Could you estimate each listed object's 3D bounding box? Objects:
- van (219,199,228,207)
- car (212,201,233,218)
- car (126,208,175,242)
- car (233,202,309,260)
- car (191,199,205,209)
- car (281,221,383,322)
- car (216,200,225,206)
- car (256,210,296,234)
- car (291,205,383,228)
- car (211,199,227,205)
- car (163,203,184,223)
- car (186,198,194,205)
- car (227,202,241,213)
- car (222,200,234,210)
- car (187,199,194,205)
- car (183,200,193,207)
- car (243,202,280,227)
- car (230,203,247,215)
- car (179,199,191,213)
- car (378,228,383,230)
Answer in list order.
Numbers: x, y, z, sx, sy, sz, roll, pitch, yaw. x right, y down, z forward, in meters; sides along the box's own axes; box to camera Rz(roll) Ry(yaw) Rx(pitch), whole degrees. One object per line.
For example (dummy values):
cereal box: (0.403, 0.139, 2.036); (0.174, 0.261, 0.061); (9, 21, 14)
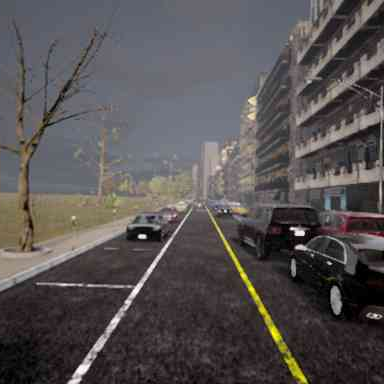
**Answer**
van: (7.079, 2.467, 74.471); (1.690, 1.788, 3.998); (2, -1, 1)
car: (3.608, 2.113, 37.470); (2.033, 1.411, 5.357); (2, -1, 2)
car: (-2.227, 1.721, 17.548); (1.947, 1.339, 4.313); (2, -1, 1)
car: (3.372, 1.483, 13.624); (2.150, 2.045, 5.566); (1, -1, -4)
car: (1.478, 2.181, 63.396); (2.097, 1.767, 4.553); (2, -1, 1)
car: (3.659, 1.704, 7.673); (1.837, 1.490, 4.892); (2, -1, 1)
car: (7.352, 2.843, 85.785); (1.947, 1.339, 4.313); (2, -1, 1)
car: (5.801, 2.037, 23.539); (1.802, 1.307, 4.206); (2, -1, 1)
car: (5.530, 1.622, 12.225); (2.192, 1.841, 5.009); (2, -1, 1)
car: (3.873, 2.247, 49.333); (1.812, 1.442, 4.674); (2, -1, 1)
car: (-1.946, 1.884, 28.851); (1.802, 1.307, 4.206); (2, -1, 1)
car: (-0.533, 2.490, 85.370); (1.967, 1.590, 4.097); (2, -1, 1)
car: (6.513, 2.354, 52.004); (1.752, 1.417, 4.829); (2, -1, 1)
car: (6.794, 2.416, 63.152); (1.967, 1.590, 4.097); (2, -1, 1)
car: (-0.397, 2.691, 91.020); (1.947, 1.339, 4.313); (2, -1, 1)
car: (-0.819, 2.449, 74.065); (2.008, 1.369, 4.403); (2, -1, 1)
car: (5.953, 1.844, 29.201); (2.192, 1.841, 5.009); (2, -1, 1)
car: (6.372, 2.280, 46.345); (1.752, 1.417, 4.829); (2, -1, 1)
car: (-1.526, 2.048, 45.637); (1.752, 1.417, 4.829); (2, -1, 1)
car: (5.385, 1.761, 6.733); (1.752, 1.417, 4.829); (2, -1, 1)
